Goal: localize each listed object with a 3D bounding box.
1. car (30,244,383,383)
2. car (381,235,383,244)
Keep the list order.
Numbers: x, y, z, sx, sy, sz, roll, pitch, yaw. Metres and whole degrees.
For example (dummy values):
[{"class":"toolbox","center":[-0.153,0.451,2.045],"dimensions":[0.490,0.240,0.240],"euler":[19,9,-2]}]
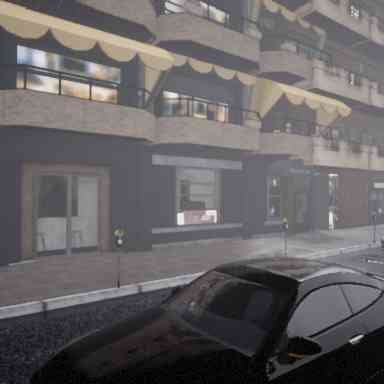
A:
[{"class":"car","center":[0.790,1.524,3.612],"dimensions":[4.674,1.442,1.812],"euler":[0,0,-35]},{"class":"car","center":[8.558,1.545,12.072],"dimensions":[4.403,1.369,2.008],"euler":[0,0,-35]}]
